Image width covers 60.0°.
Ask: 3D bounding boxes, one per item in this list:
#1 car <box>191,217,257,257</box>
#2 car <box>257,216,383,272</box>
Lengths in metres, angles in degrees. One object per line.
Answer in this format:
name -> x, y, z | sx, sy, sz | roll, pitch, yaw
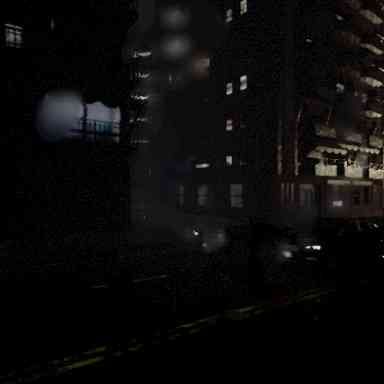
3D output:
car -> 2.315, 1.682, 13.427 | 4.718, 1.301, 1.895 | 1, 0, -36
car -> 4.762, 1.577, 11.201 | 4.902, 1.511, 2.128 | 1, 0, -37
